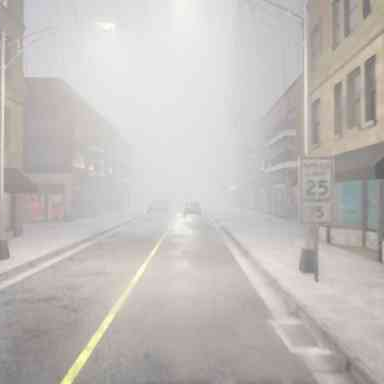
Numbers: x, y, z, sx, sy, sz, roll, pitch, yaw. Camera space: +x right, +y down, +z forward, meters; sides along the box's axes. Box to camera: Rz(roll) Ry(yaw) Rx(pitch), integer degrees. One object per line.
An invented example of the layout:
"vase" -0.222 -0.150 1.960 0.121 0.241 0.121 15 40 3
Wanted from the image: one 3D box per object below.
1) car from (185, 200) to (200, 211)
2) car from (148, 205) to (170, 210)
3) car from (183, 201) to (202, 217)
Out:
"car" 0.077 1.875 46.439 1.895 1.301 4.718 0 0 1
"car" -2.963 1.331 30.264 2.033 1.411 5.357 0 0 0
"car" 0.042 1.745 33.882 2.033 1.411 5.357 0 0 0
